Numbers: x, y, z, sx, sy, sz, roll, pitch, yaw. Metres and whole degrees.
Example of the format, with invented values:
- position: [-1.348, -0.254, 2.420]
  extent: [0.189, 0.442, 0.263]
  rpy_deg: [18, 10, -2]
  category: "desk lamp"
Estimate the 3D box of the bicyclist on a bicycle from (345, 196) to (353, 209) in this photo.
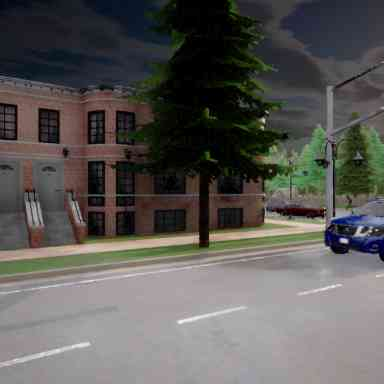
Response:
- position: [19.180, 1.301, 40.651]
  extent: [1.656, 1.620, 0.582]
  rpy_deg: [0, 0, -31]
  category: "bicyclist on a bicycle"

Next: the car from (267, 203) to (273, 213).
- position: [9.857, 1.564, 34.862]
  extent: [1.994, 1.385, 4.181]
  rpy_deg: [0, 0, -31]
  category: "car"

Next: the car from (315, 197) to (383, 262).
- position: [7.387, 1.221, 12.016]
  extent: [5.566, 2.045, 2.150]
  rpy_deg: [0, 0, -27]
  category: "car"

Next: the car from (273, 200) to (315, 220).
- position: [9.536, 1.601, 28.538]
  extent: [1.895, 1.301, 4.718]
  rpy_deg: [0, 0, -31]
  category: "car"
